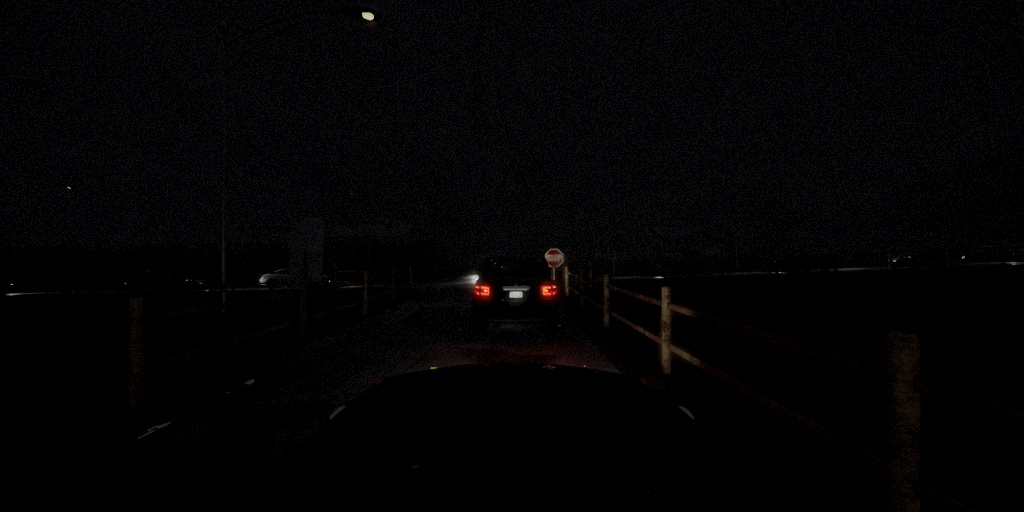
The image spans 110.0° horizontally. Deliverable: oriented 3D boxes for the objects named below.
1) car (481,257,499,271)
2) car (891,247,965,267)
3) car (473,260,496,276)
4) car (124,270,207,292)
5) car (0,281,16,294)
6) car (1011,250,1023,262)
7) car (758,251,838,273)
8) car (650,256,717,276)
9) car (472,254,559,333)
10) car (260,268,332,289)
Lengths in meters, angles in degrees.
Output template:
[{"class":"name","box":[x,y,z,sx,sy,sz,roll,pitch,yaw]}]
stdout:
[{"class":"car","box":[-2.942,1.071,49.018,2.097,1.767,4.553,0,0,0]},{"class":"car","box":[33.221,0.038,28.853,4.902,1.511,2.128,-2,-2,0]},{"class":"car","box":[-2.933,1.223,38.823,2.128,1.511,4.902,0,0,0]},{"class":"car","box":[-24.773,1.753,25.743,4.902,1.511,2.128,-1,-2,0]},{"class":"car","box":[-38.870,2.066,25.719,4.674,1.442,1.812,-1,-2,0]},{"class":"car","box":[43.376,-0.328,28.847,4.674,1.442,1.812,-2,-2,0]},{"class":"car","box":[20.387,0.460,25.871,4.674,1.442,1.812,-2,-2,0]},{"class":"car","box":[13.674,0.776,28.776,5.008,1.535,1.882,-2,-2,-1]},{"class":"car","box":[0.060,0.975,10.857,2.150,2.045,5.566,0,0,-1]},{"class":"car","box":[-15.444,1.589,25.763,4.674,1.442,1.812,-1,-2,0]}]
